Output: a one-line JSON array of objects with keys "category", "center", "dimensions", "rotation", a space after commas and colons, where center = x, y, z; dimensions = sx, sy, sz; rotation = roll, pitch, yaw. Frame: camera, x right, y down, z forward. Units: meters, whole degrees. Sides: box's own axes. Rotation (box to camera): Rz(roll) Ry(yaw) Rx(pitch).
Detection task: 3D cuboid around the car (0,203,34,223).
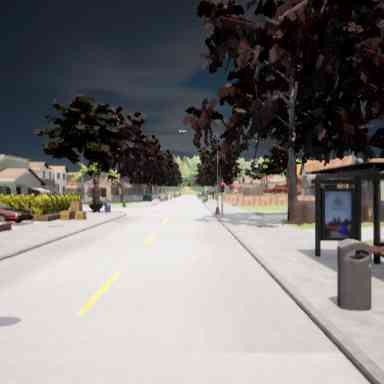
[{"category": "car", "center": [-12.884, 1.302, 20.750], "dimensions": [5.357, 1.415, 2.033], "rotation": [0, 0, 3]}]
